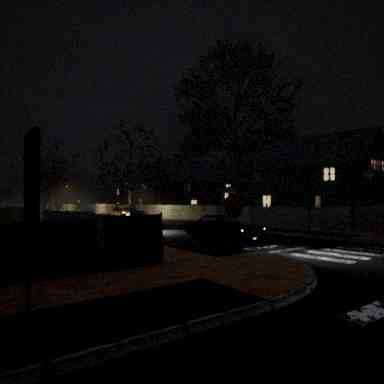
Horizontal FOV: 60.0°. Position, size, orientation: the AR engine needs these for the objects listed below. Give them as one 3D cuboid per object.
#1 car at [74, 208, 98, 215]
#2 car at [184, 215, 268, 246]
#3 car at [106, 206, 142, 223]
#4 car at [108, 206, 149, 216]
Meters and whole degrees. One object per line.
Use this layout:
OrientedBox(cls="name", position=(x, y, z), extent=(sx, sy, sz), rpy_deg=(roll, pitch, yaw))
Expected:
OrientedBox(cls="car", position=(-11.452, 2.384, 35.489), extent=(1.994, 1.385, 4.181), rpy_deg=(1, -2, -35))
OrientedBox(cls="car", position=(1.604, 1.871, 17.079), extent=(1.895, 1.301, 4.718), rpy_deg=(1, -2, -35))
OrientedBox(cls="car", position=(-7.130, 2.240, 34.483), extent=(1.882, 1.535, 5.008), rpy_deg=(1, -2, -35))
OrientedBox(cls="car", position=(-4.390, 2.068, 25.523), extent=(2.033, 1.411, 5.357), rpy_deg=(1, -2, -35))
